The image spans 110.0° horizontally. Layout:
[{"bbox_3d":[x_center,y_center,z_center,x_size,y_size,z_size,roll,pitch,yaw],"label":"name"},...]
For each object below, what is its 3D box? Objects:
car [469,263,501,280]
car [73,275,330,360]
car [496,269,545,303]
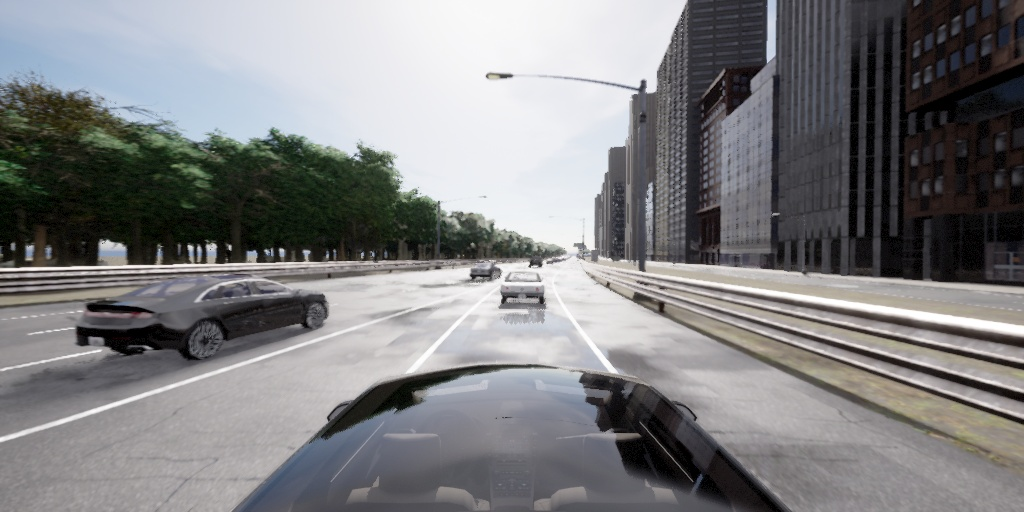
[{"bbox_3d":[-2.200,1.315,31.152,2.033,1.411,5.357,0,0,10],"label":"car"},{"bbox_3d":[-6.353,1.186,8.243,2.128,1.511,4.902,1,0,10],"label":"car"},{"bbox_3d":[0.562,1.366,16.883,1.895,1.301,4.718,0,0,4],"label":"car"}]
